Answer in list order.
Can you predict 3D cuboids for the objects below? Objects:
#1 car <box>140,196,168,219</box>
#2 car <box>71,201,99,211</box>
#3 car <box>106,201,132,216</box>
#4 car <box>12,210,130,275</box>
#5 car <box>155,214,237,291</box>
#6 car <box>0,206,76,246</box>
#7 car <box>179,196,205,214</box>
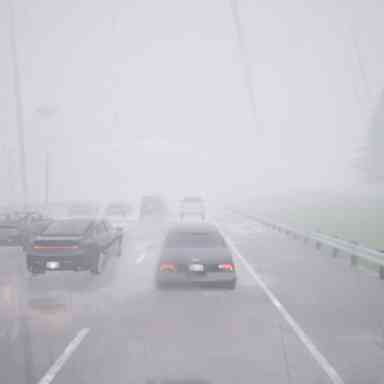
[{"bbox_3d":[-3.478,1.352,30.883,2.150,2.045,5.566,0,0,0],"label":"car"},{"bbox_3d":[-10.480,1.637,32.564,2.128,1.511,4.902,0,0,0],"label":"car"},{"bbox_3d":[-6.980,1.631,32.059,2.128,1.511,4.902,0,0,0],"label":"car"},{"bbox_3d":[-3.424,1.553,10.589,1.837,1.490,4.892,0,0,0],"label":"car"},{"bbox_3d":[0.080,1.585,9.217,2.033,1.411,5.357,0,0,0],"label":"car"},{"bbox_3d":[-6.933,1.557,14.000,2.128,1.511,4.902,0,0,0],"label":"car"},{"bbox_3d":[0.025,1.346,30.359,2.150,2.045,5.566,0,0,0],"label":"car"}]
